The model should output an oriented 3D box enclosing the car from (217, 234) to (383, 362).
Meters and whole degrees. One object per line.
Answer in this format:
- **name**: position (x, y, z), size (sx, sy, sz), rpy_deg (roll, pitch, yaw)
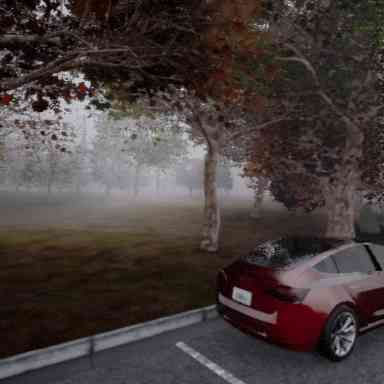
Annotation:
- **car**: position (2.657, 1.506, 5.953), size (4.792, 1.488, 2.163), rpy_deg (0, 0, -33)
